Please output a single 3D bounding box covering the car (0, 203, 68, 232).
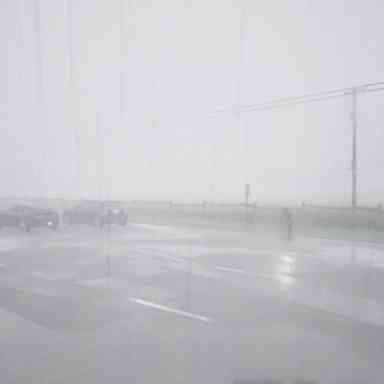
[{"bbox_3d":[-9.710,1.431,19.480,4.892,1.490,1.837,1,0,35],"label":"car"}]

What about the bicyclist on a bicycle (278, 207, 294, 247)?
[{"bbox_3d":[3.986,1.427,13.960,0.582,1.620,1.656,0,2,35],"label":"bicyclist on a bicycle"}]

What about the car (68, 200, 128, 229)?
[{"bbox_3d":[-6.289,1.282,21.342,4.553,1.767,2.097,0,0,36],"label":"car"}]
